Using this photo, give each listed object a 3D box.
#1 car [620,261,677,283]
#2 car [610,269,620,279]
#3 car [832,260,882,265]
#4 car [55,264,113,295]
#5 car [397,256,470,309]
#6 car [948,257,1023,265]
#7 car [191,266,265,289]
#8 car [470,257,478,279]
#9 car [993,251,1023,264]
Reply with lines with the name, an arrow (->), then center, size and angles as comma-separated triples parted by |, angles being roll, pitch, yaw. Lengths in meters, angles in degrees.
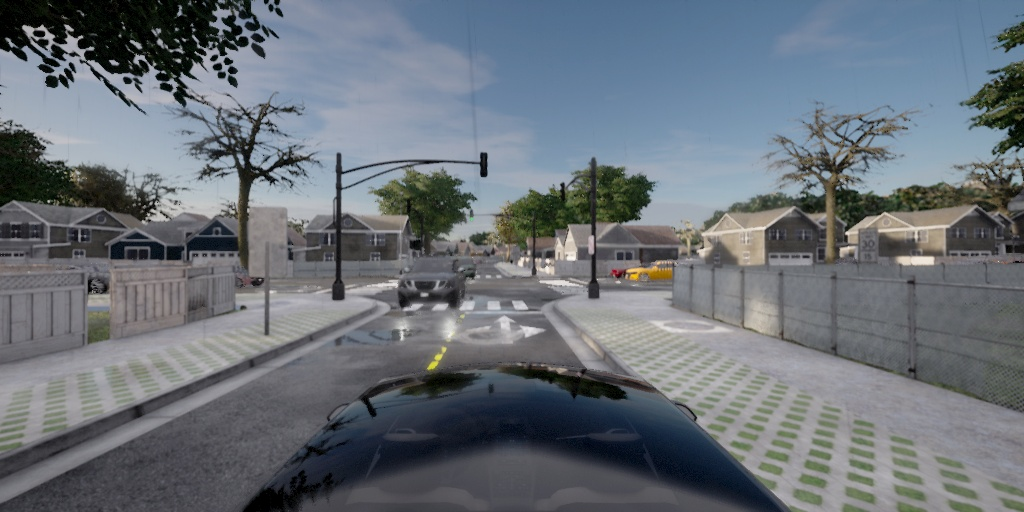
car -> 11.152, 1.186, 27.139 | 5.008, 1.535, 1.882 | 0, 0, -4
car -> 10.803, 1.335, 30.373 | 4.718, 1.301, 1.895 | 0, 0, -3
car -> 29.696, 1.099, 31.449 | 4.902, 1.511, 2.128 | -1, 0, -3
car -> -22.045, 1.163, 18.521 | 4.902, 1.511, 2.128 | 0, 0, -3
car -> -3.222, 1.021, 15.436 | 2.150, 2.045, 5.566 | 0, 0, -3
car -> 36.542, 1.053, 28.568 | 5.357, 1.411, 2.033 | -1, 0, -3
car -> -17.541, 1.264, 22.034 | 4.181, 1.385, 1.994 | 0, 0, -3
car -> -4.423, 1.110, 32.446 | 2.150, 2.045, 5.566 | 0, 1, -5
car -> 45.244, 0.373, 32.255 | 4.553, 1.767, 2.097 | -1, 0, -3
